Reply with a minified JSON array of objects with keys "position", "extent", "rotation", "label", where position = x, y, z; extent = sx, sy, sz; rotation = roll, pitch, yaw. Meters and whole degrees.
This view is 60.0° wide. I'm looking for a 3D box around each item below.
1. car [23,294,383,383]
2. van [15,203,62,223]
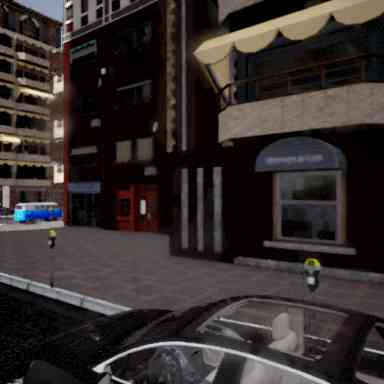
[{"position":[0.399,1.558,2.588],"extent":[4.403,1.369,2.008],"rotation":[0,0,35],"label":"car"},{"position":[-13.890,1.883,30.241],"extent":[1.690,1.788,3.998],"rotation":[-2,-2,35],"label":"van"}]
